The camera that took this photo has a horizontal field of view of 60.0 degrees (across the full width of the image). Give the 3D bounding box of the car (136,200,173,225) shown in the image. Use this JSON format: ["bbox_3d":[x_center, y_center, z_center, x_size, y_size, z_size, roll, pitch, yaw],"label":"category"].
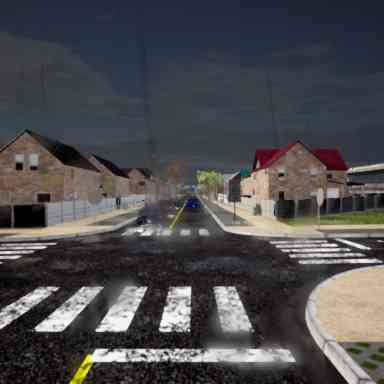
[{"bbox_3d":[-2.802,1.546,24.510,2.033,1.411,5.357,0,0,0],"label":"car"}]

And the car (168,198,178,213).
[{"bbox_3d":[-2.777,1.523,34.657,1.812,1.442,4.674,0,0,0],"label":"car"}]

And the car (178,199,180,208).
[{"bbox_3d":[-2.736,1.543,48.996,2.033,1.411,5.357,0,0,0],"label":"car"}]

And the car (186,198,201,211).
[{"bbox_3d":[0.184,1.474,41.728,1.882,1.535,5.008,0,0,0],"label":"car"}]
